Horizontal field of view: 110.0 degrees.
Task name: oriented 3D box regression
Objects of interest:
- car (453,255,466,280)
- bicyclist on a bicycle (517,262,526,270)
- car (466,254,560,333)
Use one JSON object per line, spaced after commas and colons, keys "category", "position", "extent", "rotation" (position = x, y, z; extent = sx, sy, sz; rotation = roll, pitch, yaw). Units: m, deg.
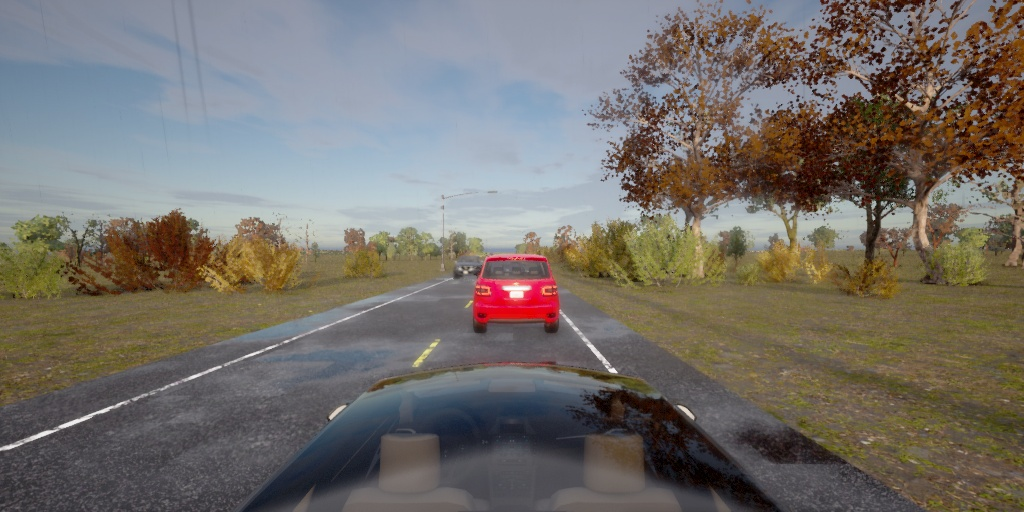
{"category": "car", "position": [-3.693, 0.961, 31.235], "extent": [2.150, 2.045, 5.566], "rotation": [0, 0, 0]}
{"category": "bicyclist on a bicycle", "position": [0.880, 1.110, 30.010], "extent": [0.659, 1.776, 1.843], "rotation": [0, 0, 0]}
{"category": "car", "position": [0.085, 0.968, 10.831], "extent": [2.150, 2.045, 5.566], "rotation": [0, 0, -1]}
